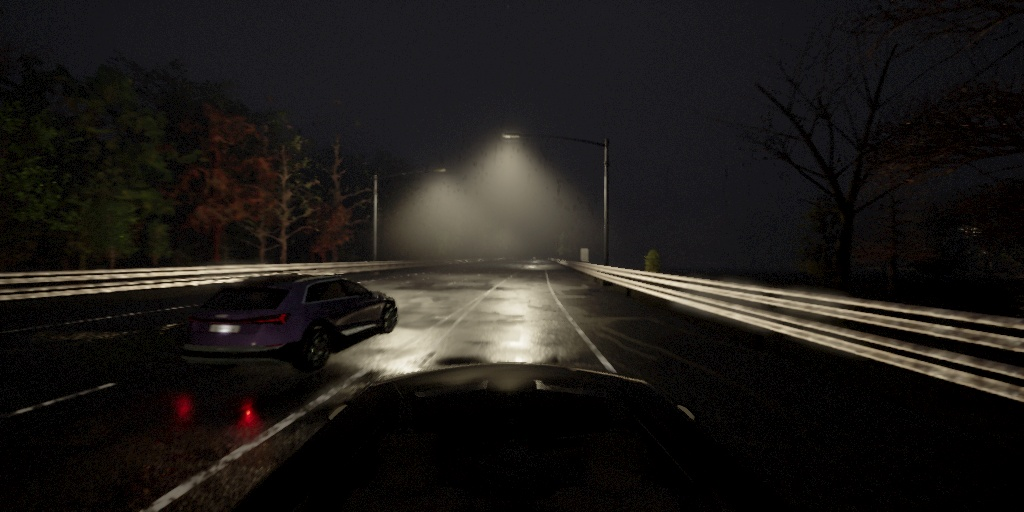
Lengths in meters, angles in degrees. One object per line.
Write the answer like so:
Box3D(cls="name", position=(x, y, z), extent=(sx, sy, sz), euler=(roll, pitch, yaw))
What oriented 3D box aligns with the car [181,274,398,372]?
Box3D(cls="car", position=(-4.158, 1.179, 7.675), extent=(2.033, 1.649, 4.856), euler=(0, 0, 5))
